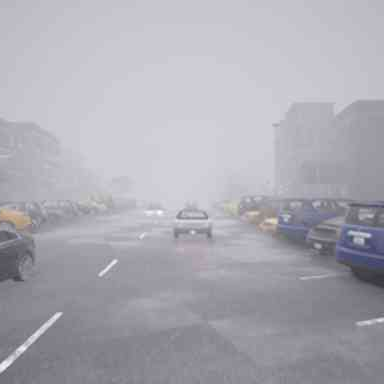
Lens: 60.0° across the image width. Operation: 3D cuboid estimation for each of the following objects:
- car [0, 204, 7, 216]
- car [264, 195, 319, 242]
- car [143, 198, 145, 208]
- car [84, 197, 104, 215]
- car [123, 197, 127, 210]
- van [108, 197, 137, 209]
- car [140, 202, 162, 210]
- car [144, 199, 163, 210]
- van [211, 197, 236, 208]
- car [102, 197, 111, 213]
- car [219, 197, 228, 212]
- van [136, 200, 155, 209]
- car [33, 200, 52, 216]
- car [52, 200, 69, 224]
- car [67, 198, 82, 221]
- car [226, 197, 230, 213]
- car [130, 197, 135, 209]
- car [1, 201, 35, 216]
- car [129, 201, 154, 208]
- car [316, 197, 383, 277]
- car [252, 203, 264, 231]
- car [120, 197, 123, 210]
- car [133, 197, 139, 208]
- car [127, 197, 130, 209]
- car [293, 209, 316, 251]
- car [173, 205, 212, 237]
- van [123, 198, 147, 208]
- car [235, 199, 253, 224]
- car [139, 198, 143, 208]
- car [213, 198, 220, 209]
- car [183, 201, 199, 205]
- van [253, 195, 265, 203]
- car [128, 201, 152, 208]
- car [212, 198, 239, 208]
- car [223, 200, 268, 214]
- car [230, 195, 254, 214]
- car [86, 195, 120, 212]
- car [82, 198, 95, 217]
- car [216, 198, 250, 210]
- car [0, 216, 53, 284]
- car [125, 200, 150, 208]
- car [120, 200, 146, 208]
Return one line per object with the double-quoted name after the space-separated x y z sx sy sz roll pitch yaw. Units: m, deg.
-11.459 1.502 15.010 4.892 1.521 2.231 -1 0 -20 "car"
6.373 1.269 14.623 5.566 2.045 2.435 1 0 -20 "car"
-11.584 2.254 61.955 4.674 1.452 2.002 0 -2 -20 "car"
-11.586 1.596 32.617 5.008 1.535 2.097 -1 -1 -20 "car"
-11.603 1.772 44.353 4.892 1.521 2.231 0 -1 -20 "car"
-11.710 1.818 56.050 4.442 1.987 1.878 0 -1 -20 "van"
-11.316 3.803 91.201 5.566 2.045 2.435 1 -6 -19 "car"
-5.279 1.963 47.965 1.895 1.301 4.718 0 -1 0 "car"
6.139 2.098 65.453 4.442 1.987 1.878 1 -2 -20 "van"
-11.765 1.627 35.489 5.366 1.575 1.946 -1 0 -20 "car"
6.050 1.631 35.502 5.366 1.575 1.946 1 -1 -20 "car"
-11.548 3.064 82.387 4.442 1.987 1.878 1 -4 -19 "van"
-11.486 1.388 20.889 4.553 1.767 2.185 -1 0 -20 "car"
-11.539 1.565 23.822 4.674 1.452 2.002 -1 -1 -20 "car"
-11.523 1.417 26.755 4.553 1.767 2.185 -1 0 -20 "car"
6.406 1.605 32.638 5.366 1.575 1.946 1 -1 -20 "car"
-11.581 1.925 50.233 4.792 1.488 2.163 0 -2 -20 "car"
-11.486 1.506 17.947 5.008 1.535 2.097 -1 0 -20 "car"
-11.663 2.879 76.509 5.366 1.575 1.946 0 -4 -20 "car"
6.378 1.261 8.604 5.566 2.045 2.435 1 0 -20 "car"
6.149 1.519 17.540 5.366 1.575 1.946 1 0 -20 "car"
-11.600 1.717 41.416 4.892 1.521 2.231 -1 -1 -20 "car"
-11.611 1.965 53.151 5.008 1.535 2.097 0 -2 -20 "car"
-11.580 1.703 47.294 4.553 1.767 2.185 0 -1 -20 "car"
6.352 1.517 11.607 4.892 1.521 2.231 1 0 -20 "car"
0.022 1.630 18.137 1.895 1.301 4.718 0 0 0 "car"
-11.665 2.198 67.776 4.442 1.987 1.878 0 -2 -20 "van"
6.105 1.534 23.533 5.366 1.575 1.946 1 0 -20 "car"
-11.594 2.166 59.018 4.674 1.452 2.002 0 -2 -20 "car"
6.032 1.772 44.474 5.366 1.575 1.946 1 -1 -20 "car"
-0.085 1.775 41.136 2.033 1.411 5.357 0 -1 0 "car"
6.412 1.306 20.646 4.442 1.987 1.878 1 0 -20 "van"
-11.519 2.711 73.657 4.892 1.521 2.231 0 -3 -20 "car"
6.268 2.101 62.508 4.553 1.767 2.185 1 -2 -20 "car"
6.187 1.708 38.543 4.792 1.488 2.163 1 -1 -20 "car"
6.289 1.304 26.604 5.566 2.045 2.435 1 -1 -20 "car"
-11.629 1.421 38.473 5.566 2.045 2.435 -1 -1 -20 "car"
-11.561 1.565 29.685 5.008 1.535 2.097 -1 0 -20 "car"
6.176 1.776 50.523 4.553 1.767 2.185 1 -2 -20 "car"
-5.065 1.504 6.980 2.128 1.511 4.902 0 0 -1 "car"
-11.541 2.557 70.734 5.008 1.535 2.097 0 -3 -20 "car"
-11.540 2.340 64.888 4.792 1.488 2.163 0 -2 -20 "car"
